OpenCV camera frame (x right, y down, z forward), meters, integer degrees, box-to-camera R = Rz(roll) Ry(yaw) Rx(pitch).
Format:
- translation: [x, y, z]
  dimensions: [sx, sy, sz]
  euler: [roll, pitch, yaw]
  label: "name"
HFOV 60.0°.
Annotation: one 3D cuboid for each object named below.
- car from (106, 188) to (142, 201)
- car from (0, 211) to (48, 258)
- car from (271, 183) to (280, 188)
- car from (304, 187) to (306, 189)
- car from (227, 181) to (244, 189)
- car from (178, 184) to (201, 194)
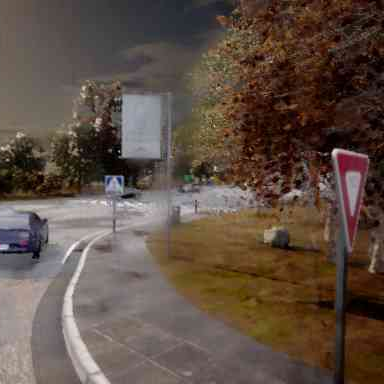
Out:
- translation: [-8.401, 0.261, 41.239]
  dimensions: [2.128, 1.511, 4.902]
  euler: [2, 5, 35]
  label: "car"
- translation: [-6.225, 1.400, 11.799]
  dimensions: [1.812, 1.442, 4.674]
  euler: [0, 1, -19]
  label: "car"
- translation: [15.576, -1.234, 60.240]
  dimensions: [1.882, 1.535, 5.008]
  euler: [3, 5, 36]
  label: "car"
- translation: [18.580, -1.002, 58.435]
  dimensions: [1.895, 1.301, 4.718]
  euler: [3, 5, 36]
  label: "car"
- translation: [8.531, -1.522, 65.108]
  dimensions: [2.128, 1.511, 4.902]
  euler: [3, 5, 36]
  label: "car"
- translation: [-0.407, -0.495, 52.561]
  dimensions: [1.994, 1.385, 4.181]
  euler: [2, 5, 35]
  label: "car"
